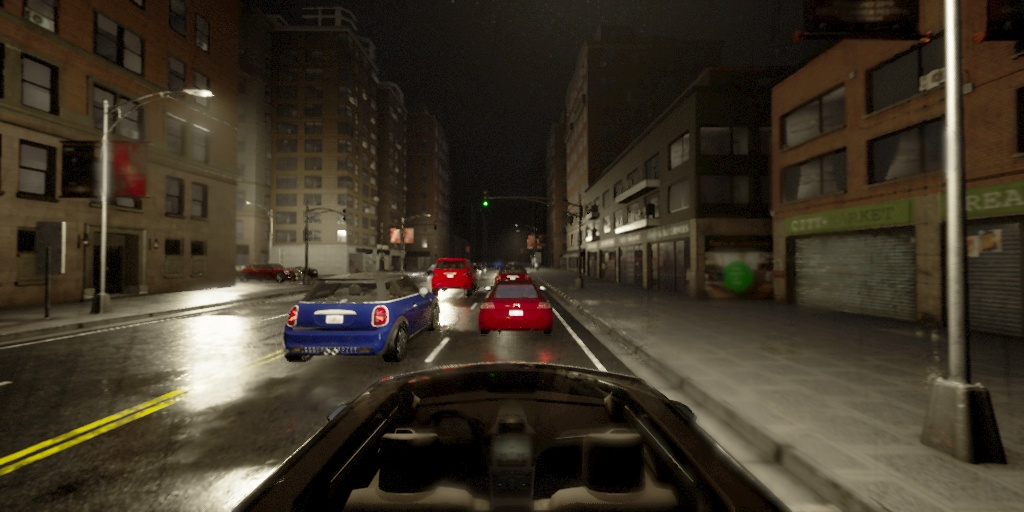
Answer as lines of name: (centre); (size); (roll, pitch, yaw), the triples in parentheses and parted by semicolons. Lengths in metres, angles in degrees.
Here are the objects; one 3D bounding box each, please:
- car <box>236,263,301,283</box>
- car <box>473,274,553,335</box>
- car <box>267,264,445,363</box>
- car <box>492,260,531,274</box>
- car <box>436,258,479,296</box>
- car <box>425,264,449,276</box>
car: (-20.785, 1.391, 31.027); (4.553, 1.767, 2.097); (0, -1, 2)
car: (0.100, 1.405, 10.887); (1.994, 1.385, 4.181); (0, -1, 0)
car: (-3.145, 1.168, 8.486); (2.097, 1.767, 4.553); (0, -1, 0)
car: (0.063, 1.305, 21.943); (2.097, 1.767, 4.553); (0, -1, 0)
car: (-3.292, 1.164, 21.012); (2.150, 2.045, 5.566); (0, -1, -3)
car: (-9.838, 1.766, 47.486); (2.033, 1.411, 5.357); (0, -1, 0)
